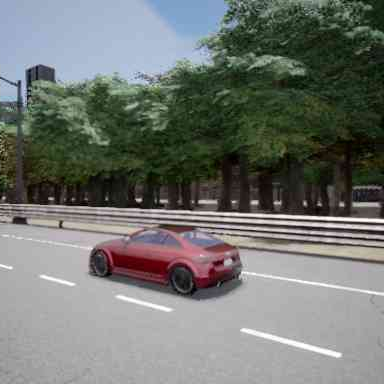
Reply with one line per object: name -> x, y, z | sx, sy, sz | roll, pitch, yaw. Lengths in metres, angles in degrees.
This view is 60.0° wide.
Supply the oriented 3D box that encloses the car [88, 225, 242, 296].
car -> -0.809, 1.566, 8.747 | 4.181, 1.385, 1.994 | 0, 0, 36
